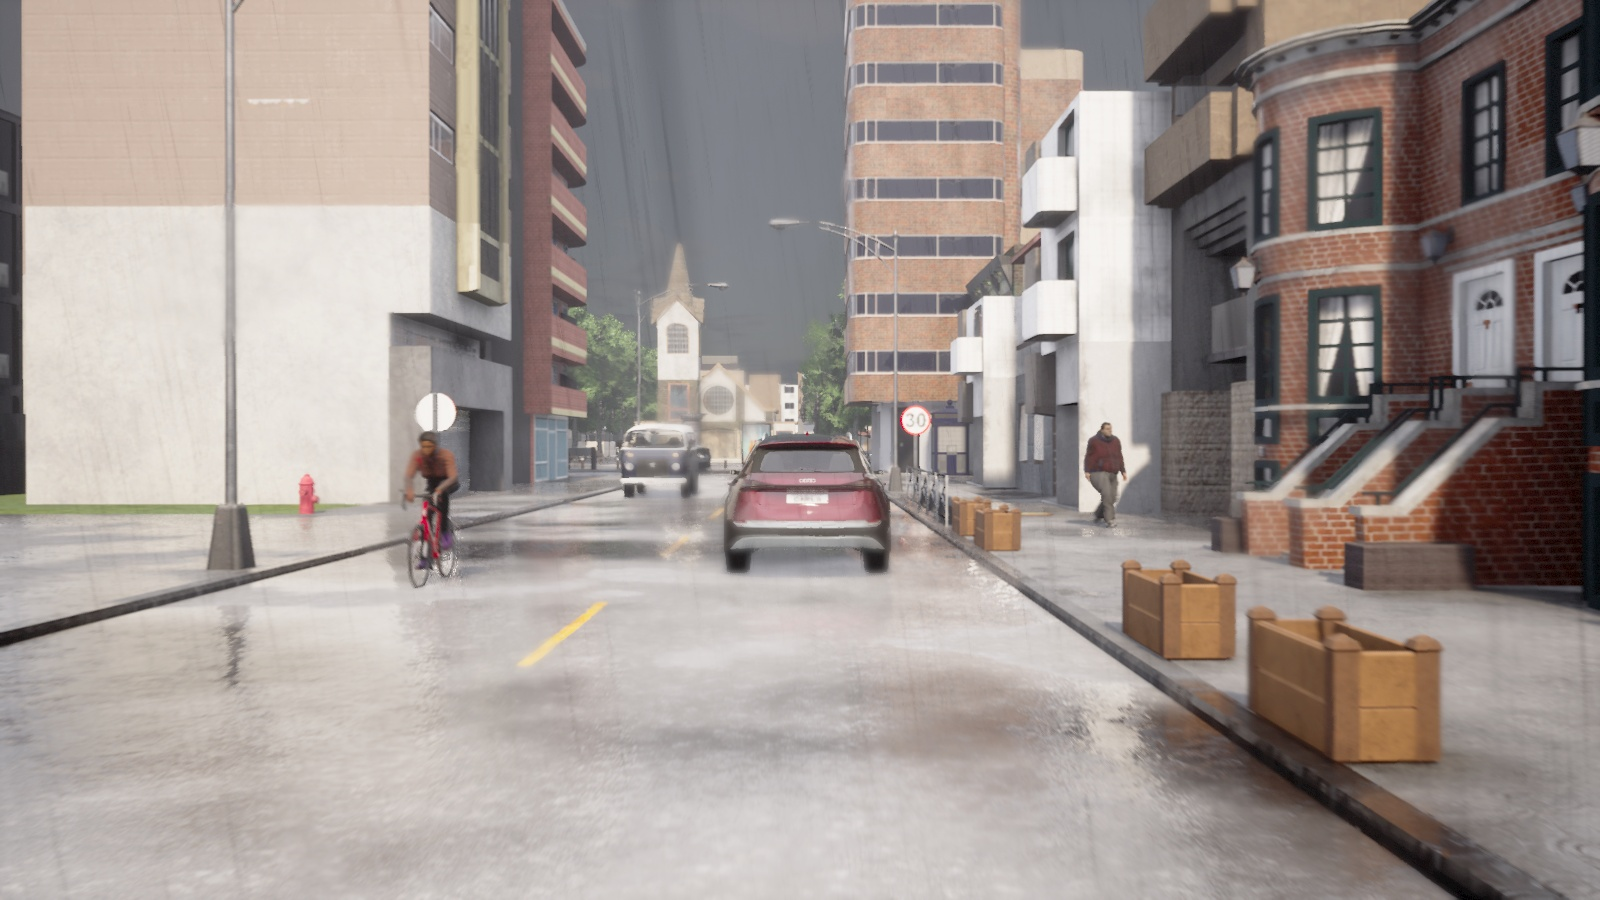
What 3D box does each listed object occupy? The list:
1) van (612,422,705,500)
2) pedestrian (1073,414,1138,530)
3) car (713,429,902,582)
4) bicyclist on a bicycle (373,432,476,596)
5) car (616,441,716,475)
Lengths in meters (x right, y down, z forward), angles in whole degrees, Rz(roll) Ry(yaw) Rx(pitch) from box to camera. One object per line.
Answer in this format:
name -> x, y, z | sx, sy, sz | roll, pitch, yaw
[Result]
van -> -3.835, 0.271, 34.753 | 2.069, 2.038, 4.480 | 0, 0, 0
pedestrian -> 4.989, 0.344, 20.560 | 0.634, 1.844, 0.899 | 0, 0, -20
car -> 0.088, 0.587, 15.974 | 2.033, 1.649, 4.856 | 0, 0, 0
bicyclist on a bicycle -> -3.923, 0.622, 13.230 | 0.582, 1.620, 1.656 | 0, 1, 0
car -> -6.370, 0.354, 59.703 | 4.514, 1.525, 2.007 | 0, 0, 35
